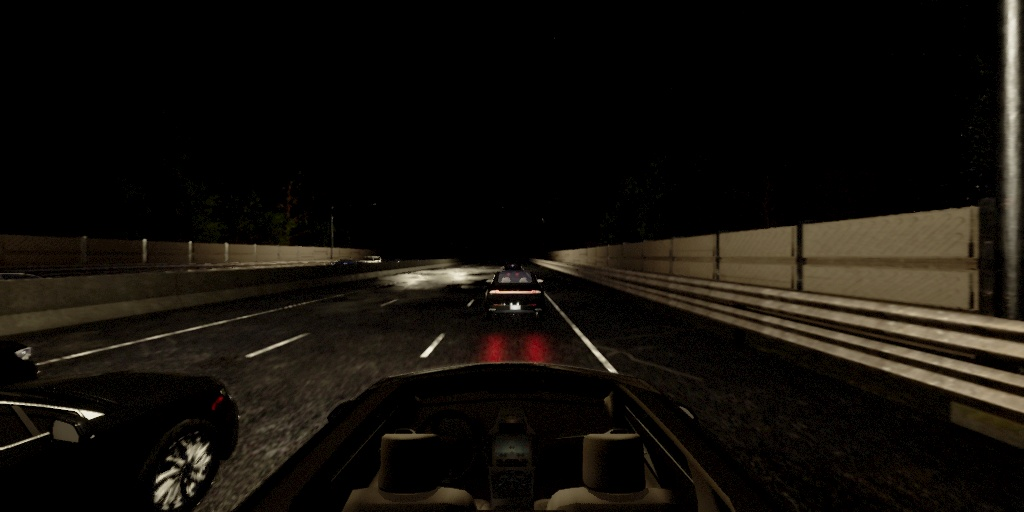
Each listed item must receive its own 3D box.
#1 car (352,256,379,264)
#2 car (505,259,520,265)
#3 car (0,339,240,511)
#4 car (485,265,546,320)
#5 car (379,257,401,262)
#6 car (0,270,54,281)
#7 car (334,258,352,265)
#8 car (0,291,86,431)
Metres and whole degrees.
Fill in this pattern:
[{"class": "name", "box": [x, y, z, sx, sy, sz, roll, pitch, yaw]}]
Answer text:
[{"class": "car", "box": [-21.023, 1.083, 52.999, 2.150, 2.045, 5.566, 0, 0, 0]}, {"class": "car", "box": [0.081, 1.185, 44.416, 2.033, 1.649, 4.856, 0, 0, 0]}, {"class": "car", "box": [-3.400, 1.255, 1.268, 1.837, 1.490, 4.892, 0, 0, 0]}, {"class": "car", "box": [0.095, 1.243, 12.570, 2.128, 1.511, 4.902, 0, 0, 0]}, {"class": "car", "box": [-17.523, 1.069, 53.002, 1.895, 1.301, 4.718, 0, 0, 0]}, {"class": "car", "box": [-17.605, 1.242, 11.548, 2.128, 1.511, 4.902, 0, 0, 0]}, {"class": "car", "box": [-24.523, 1.137, 53.057, 2.097, 1.767, 4.553, 0, 0, 0]}, {"class": "car", "box": [-6.900, 1.241, 2.461, 2.128, 1.511, 4.902, 0, 0, 0]}]
